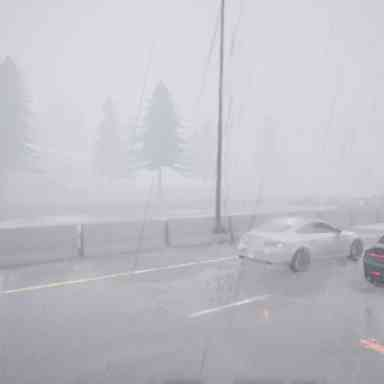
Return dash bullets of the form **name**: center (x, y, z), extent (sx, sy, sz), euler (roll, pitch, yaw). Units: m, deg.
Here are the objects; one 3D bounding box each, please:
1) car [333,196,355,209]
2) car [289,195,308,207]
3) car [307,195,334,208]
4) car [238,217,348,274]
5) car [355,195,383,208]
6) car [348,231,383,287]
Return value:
- **car**: center (19.128, 1.209, 38.994), extent (4.892, 1.490, 1.837), euler (-1, 1, -35)
- **car**: center (15.075, 1.159, 44.696), extent (5.008, 1.535, 1.882), euler (-1, 1, -35)
- **car**: center (17.106, 1.198, 41.847), extent (4.892, 1.490, 1.837), euler (-1, 1, -35)
- **car**: center (3.515, 1.509, 10.526), extent (4.674, 1.442, 1.812), euler (0, 0, -35)
- **car**: center (19.719, 1.092, 35.126), extent (4.553, 1.767, 2.097), euler (-1, 1, -35)
- **car**: center (6.036, 1.500, 8.026), extent (4.892, 1.490, 1.837), euler (-1, 1, -35)
